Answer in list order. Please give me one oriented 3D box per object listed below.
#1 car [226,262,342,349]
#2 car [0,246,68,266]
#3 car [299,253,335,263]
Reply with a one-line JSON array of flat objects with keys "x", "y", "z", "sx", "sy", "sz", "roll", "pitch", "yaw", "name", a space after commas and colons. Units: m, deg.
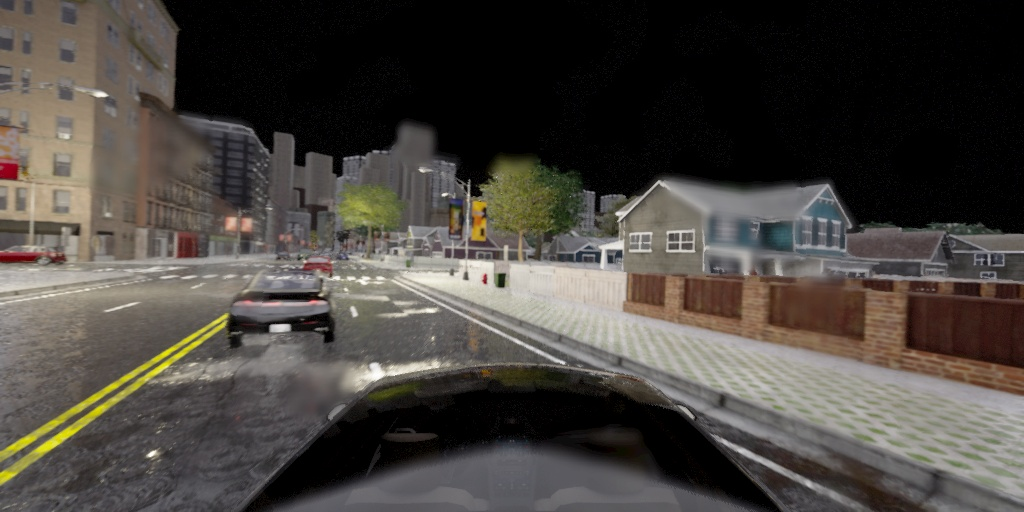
[{"x": -5.295, "y": 1.068, "z": 8.691, "sx": 2.128, "sy": 1.511, "sz": 4.902, "roll": 2, "pitch": 0, "yaw": -27, "name": "car"}, {"x": -37.681, "y": -0.100, "z": 27.640, "sx": 4.097, "sy": 1.591, "sz": 1.967, "roll": 0, "pitch": 0, "yaw": -27, "name": "car"}, {"x": -14.382, "y": 0.769, "z": 26.729, "sx": 1.882, "sy": 1.535, "sz": 5.008, "roll": 2, "pitch": 0, "yaw": -27, "name": "car"}]
